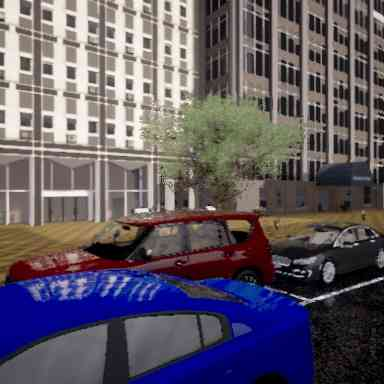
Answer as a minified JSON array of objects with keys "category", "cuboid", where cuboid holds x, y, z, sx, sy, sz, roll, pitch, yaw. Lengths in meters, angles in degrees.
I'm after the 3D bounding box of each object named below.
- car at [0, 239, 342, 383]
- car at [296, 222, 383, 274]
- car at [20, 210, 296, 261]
[{"category":"car","cuboid":[-1.137,1.477,2.568,5.008,1.535,1.882,0,0,-36]},{"category":"car","cuboid":[3.860,1.543,9.318,4.403,1.369,2.008,0,0,-36]},{"category":"car","cuboid":[-0.637,1.312,6.110,5.009,1.841,2.192,0,0,-36]}]
